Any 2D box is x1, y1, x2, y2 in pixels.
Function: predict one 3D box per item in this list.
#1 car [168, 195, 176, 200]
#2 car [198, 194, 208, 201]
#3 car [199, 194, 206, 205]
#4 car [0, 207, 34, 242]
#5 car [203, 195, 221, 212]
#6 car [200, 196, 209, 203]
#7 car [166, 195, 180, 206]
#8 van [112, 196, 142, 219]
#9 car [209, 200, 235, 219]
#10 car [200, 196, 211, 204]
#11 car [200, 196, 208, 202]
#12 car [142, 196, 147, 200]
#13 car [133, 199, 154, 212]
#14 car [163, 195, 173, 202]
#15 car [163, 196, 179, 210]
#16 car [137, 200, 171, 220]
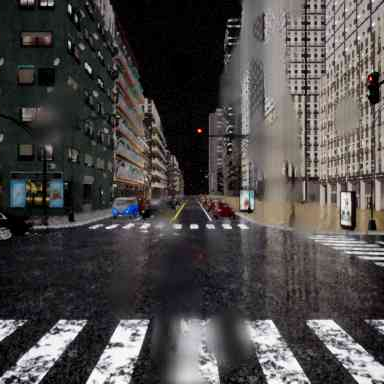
[{"bbox_3d":[-5.640,1.643,94.785,1.947,1.339,4.313,0,0,0],"label":"car"},{"bbox_3d":[2.737,1.376,83.725,2.192,1.841,5.009,0,0,0],"label":"car"},{"bbox_3d":[2.724,1.469,56.087,1.967,1.590,4.097,0,0,0],"label":"car"},{"bbox_3d":[-9.912,1.437,15.141,4.892,1.490,1.837,2,3,-18],"label":"car"},{"bbox_3d":[2.717,1.457,39.504,1.967,1.590,4.097,0,0,0],"label":"car"},{"bbox_3d":[2.731,1.592,72.670,1.887,1.381,4.507,0,0,0],"label":"car"},{"bbox_3d":[-3.040,1.593,55.470,1.994,1.385,4.181,0,0,1],"label":"car"},{"bbox_3d":[-5.669,1.352,28.454,1.690,1.788,3.998,0,0,0],"label":"van"},{"bbox_3d":[2.711,1.592,28.448,1.802,1.307,4.206,0,0,0],"label":"car"},{"bbox_3d":[2.728,1.592,67.142,2.008,1.369,4.403,0,0,0],"label":"car"},{"bbox_3d":[2.733,1.636,78.197,1.802,1.307,4.206,0,0,0],"label":"car"},{"bbox_3d":[-5.666,1.329,33.981,2.192,1.841,5.009,0,0,0],"label":"car"},{"bbox_3d":[-5.665,1.561,39.509,1.887,1.381,4.507,0,0,0],"label":"car"},{"bbox_3d":[-5.647,1.494,78.202,1.967,1.590,4.097,0,0,0],"label":"car"},{"bbox_3d":[-3.079,1.583,42.583,1.994,1.385,4.181,0,0,0],"label":"car"},{"bbox_3d":[-3.086,1.611,28.140,1.895,1.301,4.718,0,0,0],"label":"car"}]
